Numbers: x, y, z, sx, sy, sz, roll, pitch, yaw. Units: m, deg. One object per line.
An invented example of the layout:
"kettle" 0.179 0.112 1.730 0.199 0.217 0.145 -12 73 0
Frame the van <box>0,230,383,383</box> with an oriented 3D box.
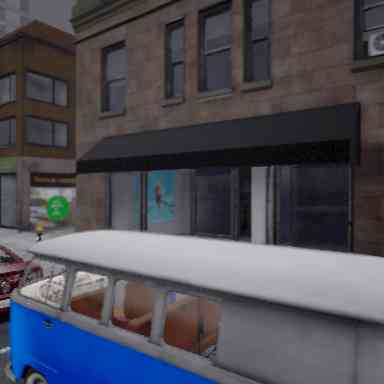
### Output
"van" -0.089 1.336 3.025 3.998 1.788 1.690 0 0 36
